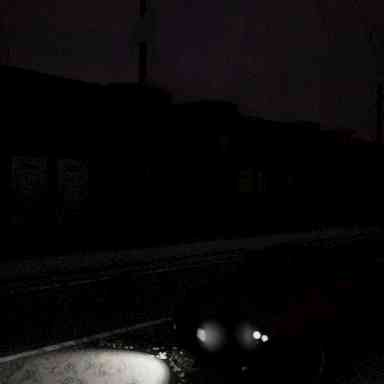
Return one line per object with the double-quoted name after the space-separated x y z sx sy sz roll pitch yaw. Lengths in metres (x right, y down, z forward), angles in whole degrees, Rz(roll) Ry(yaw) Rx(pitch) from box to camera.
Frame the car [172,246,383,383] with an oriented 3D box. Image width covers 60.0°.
1.775 1.606 5.246 4.181 1.385 1.994 1 0 -35 "car"
